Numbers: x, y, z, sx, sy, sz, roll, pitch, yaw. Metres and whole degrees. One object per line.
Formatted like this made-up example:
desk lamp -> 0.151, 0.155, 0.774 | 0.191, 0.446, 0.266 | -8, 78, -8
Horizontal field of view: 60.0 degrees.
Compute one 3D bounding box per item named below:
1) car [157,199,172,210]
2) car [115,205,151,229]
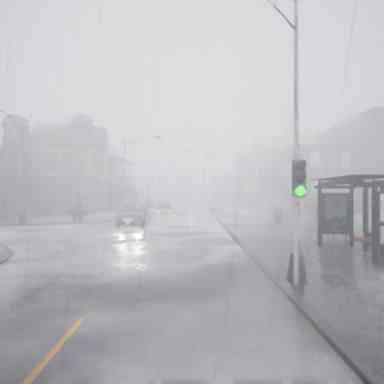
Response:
car -> -3.925, 1.798, 47.914 | 1.882, 1.535, 5.008 | 0, 0, 0
car -> -3.964, 1.644, 22.979 | 2.128, 1.511, 4.902 | 0, 0, 0
